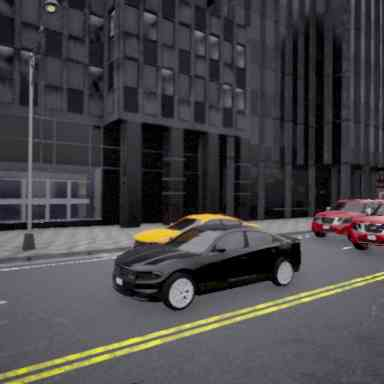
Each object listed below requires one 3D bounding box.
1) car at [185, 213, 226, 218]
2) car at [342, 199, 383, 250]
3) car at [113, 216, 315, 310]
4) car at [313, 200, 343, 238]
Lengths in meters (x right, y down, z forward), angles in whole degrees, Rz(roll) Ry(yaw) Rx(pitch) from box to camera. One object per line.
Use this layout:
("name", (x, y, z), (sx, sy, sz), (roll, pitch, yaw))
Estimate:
("car", (0.360, 1.558, 11.916), (5.008, 1.535, 1.882), (1, 0, -36))
("car", (9.020, 1.397, 14.103), (5.566, 2.045, 2.150), (1, 0, -35))
("car", (0.584, 1.535, 8.086), (5.008, 1.535, 1.882), (1, 0, -36))
("car", (8.870, 1.423, 17.982), (5.566, 2.045, 2.150), (1, -1, -35))
